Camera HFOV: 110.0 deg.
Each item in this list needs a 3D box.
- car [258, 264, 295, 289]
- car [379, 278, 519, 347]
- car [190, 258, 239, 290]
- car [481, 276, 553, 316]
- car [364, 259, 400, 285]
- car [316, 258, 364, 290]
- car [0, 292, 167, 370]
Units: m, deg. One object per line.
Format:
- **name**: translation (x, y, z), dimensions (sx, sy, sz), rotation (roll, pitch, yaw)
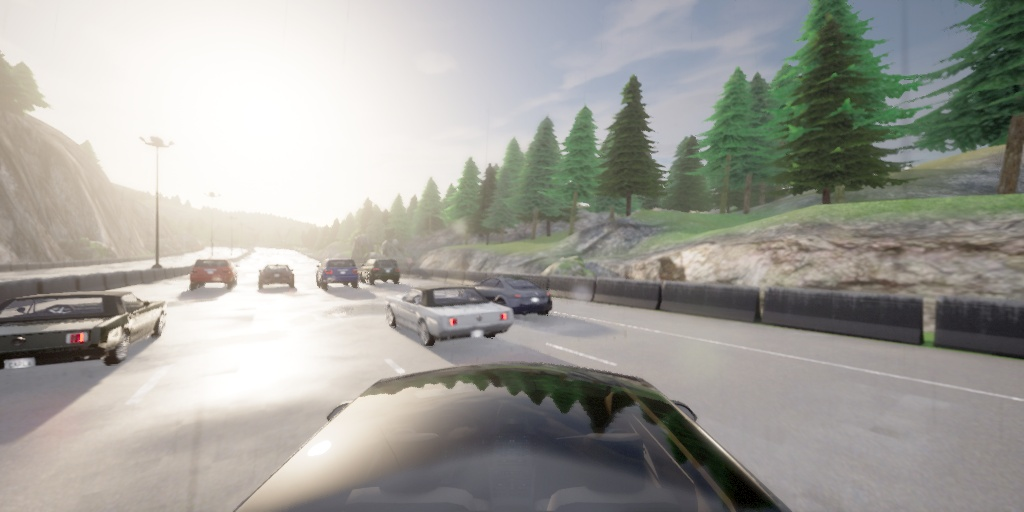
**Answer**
- **car**: translation (-16.711, 1.320, 25.479), dimensions (2.097, 1.767, 4.553), rotation (1, -1, -34)
- **car**: translation (-1.990, 1.434, 9.728), dimensions (1.895, 1.301, 4.718), rotation (1, -1, -34)
- **car**: translation (-20.429, 1.171, 24.745), dimensions (2.150, 2.045, 5.566), rotation (1, -1, -34)
- **car**: translation (-0.349, 1.443, 13.574), dimensions (1.994, 1.385, 4.181), rotation (1, -1, -34)
- **car**: translation (-10.853, 1.249, 29.322), dimensions (2.150, 2.045, 5.566), rotation (1, 0, -34)
- **car**: translation (-12.372, 1.198, 25.283), dimensions (2.150, 2.045, 5.566), rotation (1, -1, -34)
- **car**: translation (-8.864, 1.390, 7.417), dimensions (1.895, 1.301, 4.718), rotation (1, -1, -34)
